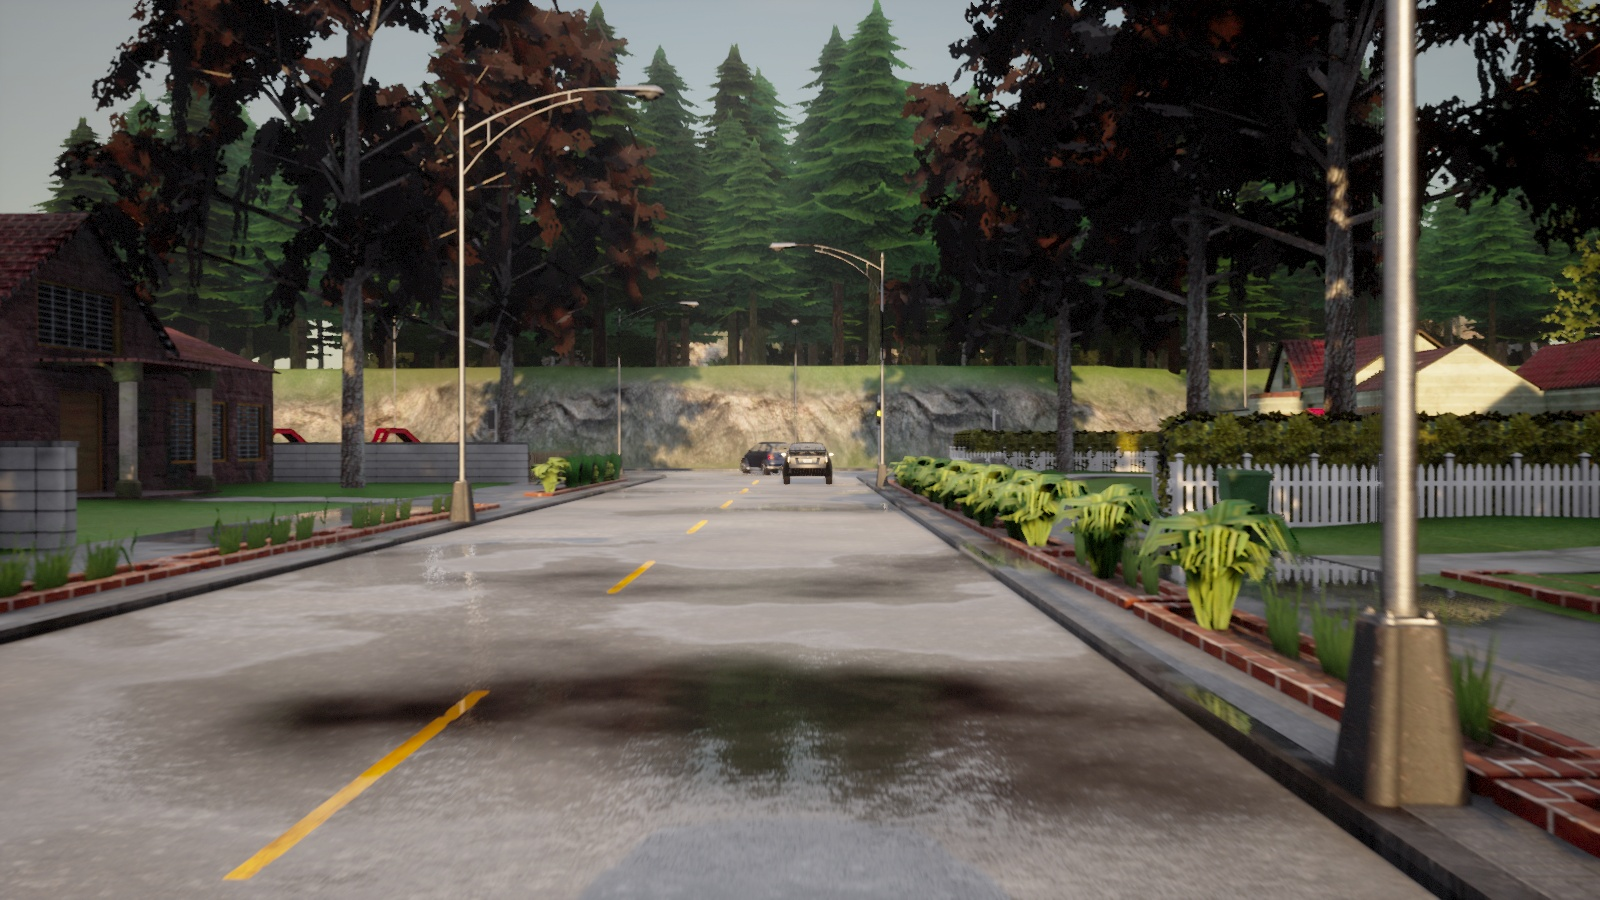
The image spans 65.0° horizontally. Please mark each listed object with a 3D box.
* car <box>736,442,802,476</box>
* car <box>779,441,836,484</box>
[{"bbox_3d":[-1.487,0.389,59.405,1.789,1.549,3.705,0,0,-25],"label":"car"},{"bbox_3d":[0.281,0.429,46.874,2.007,1.525,4.514,0,0,0],"label":"car"}]
